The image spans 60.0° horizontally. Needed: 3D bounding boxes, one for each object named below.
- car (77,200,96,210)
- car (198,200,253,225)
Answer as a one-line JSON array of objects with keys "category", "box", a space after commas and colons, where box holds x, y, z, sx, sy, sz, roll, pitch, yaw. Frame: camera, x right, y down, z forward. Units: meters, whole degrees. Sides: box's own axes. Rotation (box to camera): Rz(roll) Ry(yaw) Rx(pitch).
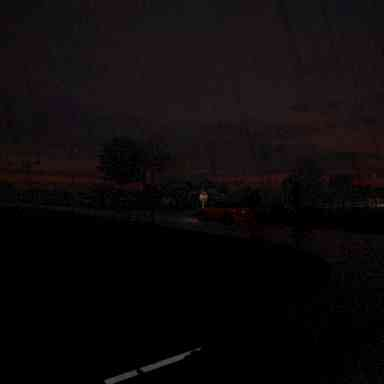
[{"category": "car", "box": [-16.204, 1.917, 51.258, 1.812, 1.442, 4.674, -1, 0, -35]}, {"category": "car", "box": [2.406, 1.442, 25.057, 2.097, 1.767, 4.553, -1, 0, -34]}]
